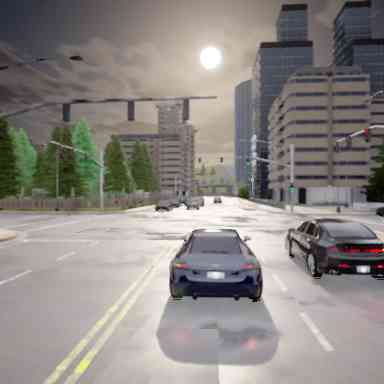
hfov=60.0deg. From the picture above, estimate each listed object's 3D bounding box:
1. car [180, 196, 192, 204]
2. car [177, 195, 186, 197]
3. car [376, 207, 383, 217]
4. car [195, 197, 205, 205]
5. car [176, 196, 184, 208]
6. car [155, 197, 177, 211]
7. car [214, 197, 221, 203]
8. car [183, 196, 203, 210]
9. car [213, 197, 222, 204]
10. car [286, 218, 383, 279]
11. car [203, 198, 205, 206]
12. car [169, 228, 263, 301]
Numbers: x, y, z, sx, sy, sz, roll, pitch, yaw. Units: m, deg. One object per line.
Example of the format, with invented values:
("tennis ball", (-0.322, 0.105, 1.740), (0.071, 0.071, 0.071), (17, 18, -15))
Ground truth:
("car", (-1.282, 1.761, 74.336), (2.097, 1.767, 4.553), (0, 0, 4))
("car", (-2.063, 1.572, 64.377), (2.150, 2.045, 5.566), (0, 0, 5))
("car", (20.038, 1.664, 31.298), (5.008, 1.535, 1.882), (0, 0, 4))
("car", (1.743, 1.878, 67.912), (1.837, 1.490, 4.892), (0, 0, 4))
("car", (-2.864, 1.842, 54.230), (2.033, 1.411, 5.357), (0, 0, 4))
("car", (-3.614, 1.787, 44.184), (2.033, 1.411, 5.357), (0, 0, 4))
("car", (6.557, 1.972, 85.397), (1.837, 1.490, 4.892), (0, 0, 4))
("car", (0.212, 1.770, 48.435), (1.837, 1.490, 4.892), (0, 0, 4))
("car", (5.823, 1.970, 75.474), (1.994, 1.385, 4.181), (0, 0, 4))
("car", (4.222, 1.567, 10.273), (1.837, 1.490, 4.892), (0, 0, 4))
("car", (0.903, 1.667, 57.534), (2.097, 1.767, 4.553), (0, 0, 4))
("car", (0.590, 1.612, 8.531), (1.994, 1.385, 4.181), (0, 0, 3))
